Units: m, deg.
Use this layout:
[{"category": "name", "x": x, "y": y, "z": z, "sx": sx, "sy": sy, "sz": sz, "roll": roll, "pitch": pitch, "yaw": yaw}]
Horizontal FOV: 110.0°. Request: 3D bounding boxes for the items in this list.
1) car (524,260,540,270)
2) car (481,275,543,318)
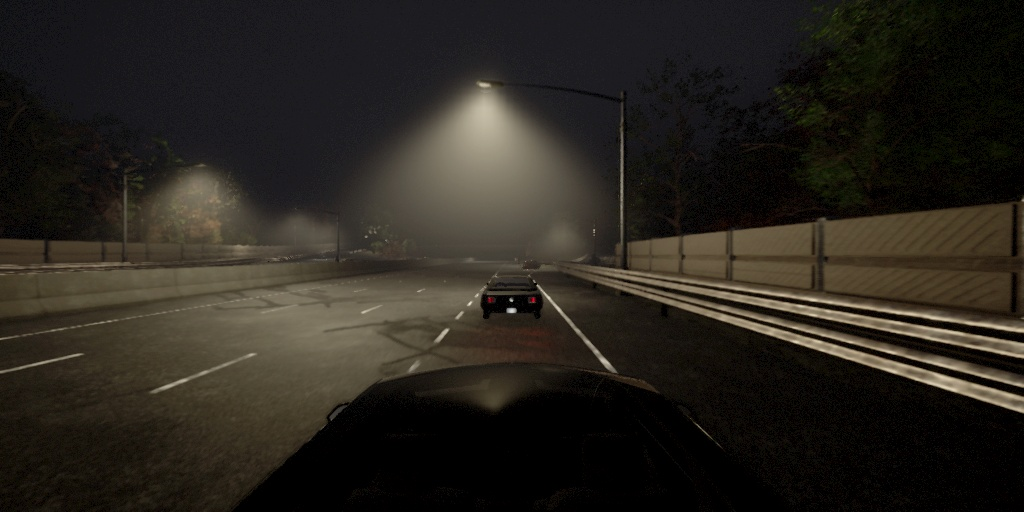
[{"category": "car", "x": 3.146, "y": 1.387, "z": 55.315, "sx": 1.812, "sy": 1.442, "sz": 4.674, "roll": 2, "pitch": -2, "yaw": 15}, {"category": "car", "x": -0.008, "y": 1.347, "z": 12.950, "sx": 1.895, "sy": 1.301, "sz": 4.718, "roll": 0, "pitch": 0, "yaw": 0}]
